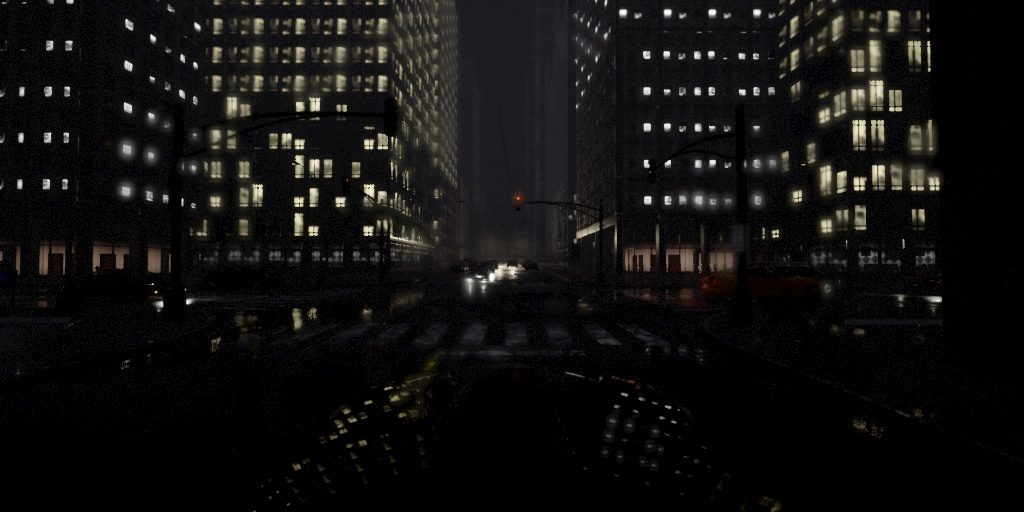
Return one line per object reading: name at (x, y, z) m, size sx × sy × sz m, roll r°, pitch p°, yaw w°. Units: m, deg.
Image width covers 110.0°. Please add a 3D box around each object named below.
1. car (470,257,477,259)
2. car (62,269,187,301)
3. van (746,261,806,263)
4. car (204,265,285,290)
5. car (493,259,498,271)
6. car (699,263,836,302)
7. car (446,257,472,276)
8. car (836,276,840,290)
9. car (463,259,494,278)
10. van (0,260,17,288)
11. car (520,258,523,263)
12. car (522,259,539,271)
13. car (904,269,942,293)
car at (-5.693, 1.082, 48.692) m, size 2.192 × 1.841 × 5.009 m, roll 0°, pitch 0°, yaw 0°
car at (-17.490, 1.264, 16.326) m, size 4.181 × 1.385 × 1.994 m, roll 0°, pitch -1°, yaw -1°
van at (15.980, 1.210, 22.033) m, size 3.998 × 1.789 × 1.690 m, roll 0°, pitch 0°, yaw 0°
car at (-16.494, 1.255, 22.105) m, size 4.097 × 1.591 × 1.967 m, roll 0°, pitch 0°, yaw 0°
car at (-3.102, 1.367, 44.372) m, size 1.895 × 1.301 × 4.718 m, roll 0°, pitch 0°, yaw 0°
car at (11.238, 1.224, 16.263) m, size 5.008 × 1.535 × 1.882 m, roll 0°, pitch -1°, yaw 0°
car at (-5.692, 1.203, 37.542) m, size 1.967 × 1.591 × 4.097 m, roll 0°, pitch 0°, yaw 0°
car at (14.872, 1.321, 19.461) m, size 4.892 × 1.490 × 1.837 m, roll 0°, pitch -1°, yaw 0°
car at (-3.104, 1.310, 34.462) m, size 2.033 × 1.411 × 5.357 m, roll 0°, pitch 0°, yaw 0°
van at (-33.439, 1.132, 22.141) m, size 3.998 × 1.789 × 1.690 m, roll 0°, pitch 0°, yaw 0°
car at (2.687, 1.298, 60.080) m, size 1.751 × 1.417 × 4.829 m, roll 0°, pitch 0°, yaw 0°
car at (2.687, 1.350, 48.755) m, size 1.802 × 1.307 × 4.207 m, roll 0°, pitch 0°, yaw 0°
car at (24.352, 1.313, 19.437) m, size 5.008 × 1.535 × 1.882 m, roll 0°, pitch -1°, yaw 0°
